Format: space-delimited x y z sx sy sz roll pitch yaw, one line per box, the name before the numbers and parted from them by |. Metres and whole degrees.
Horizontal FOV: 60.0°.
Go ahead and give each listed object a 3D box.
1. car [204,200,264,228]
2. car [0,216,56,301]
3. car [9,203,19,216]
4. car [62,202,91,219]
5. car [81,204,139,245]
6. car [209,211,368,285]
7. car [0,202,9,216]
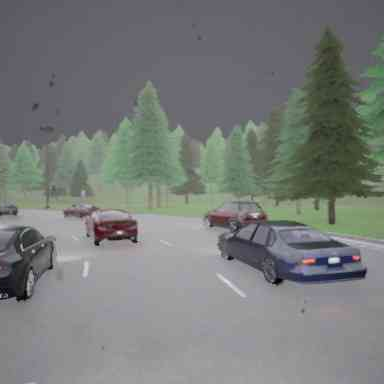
car | 2.474 1.329 19.652 2.097 1.767 4.553 -1 0 -25
car | -4.674 1.580 8.272 1.837 1.490 4.892 0 0 -13
car | -19.552 1.803 33.807 4.902 1.511 2.128 -1 0 36
car | -10.328 1.700 30.949 4.674 1.442 1.812 -1 0 44
car | -3.997 1.548 16.140 1.882 1.535 5.008 -1 0 -24
car | 2.374 1.519 9.527 2.033 1.411 5.357 -1 0 -15
car | -18.166 1.780 28.510 4.902 1.511 2.128 -1 0 38
